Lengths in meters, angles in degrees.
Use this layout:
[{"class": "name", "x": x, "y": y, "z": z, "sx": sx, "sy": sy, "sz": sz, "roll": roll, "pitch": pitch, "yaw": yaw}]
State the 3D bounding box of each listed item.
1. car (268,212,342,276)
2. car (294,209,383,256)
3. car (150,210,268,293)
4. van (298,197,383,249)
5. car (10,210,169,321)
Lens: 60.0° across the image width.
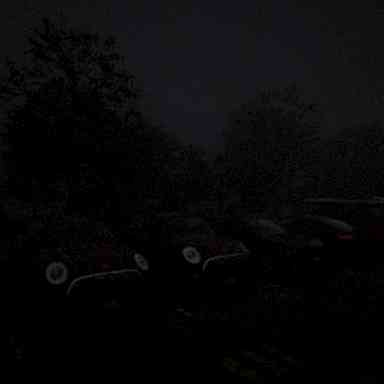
[{"class": "car", "x": 1.831, "y": 1.497, "z": 10.758, "sx": 2.097, "sy": 1.535, "sz": 5.008, "roll": 0, "pitch": 0, "yaw": -36}, {"class": "car", "x": 4.096, "y": 1.544, "z": 12.363, "sx": 2.002, "sy": 1.452, "sz": 4.674, "roll": 0, "pitch": 0, "yaw": -35}, {"class": "car", "x": -0.444, "y": 1.365, "z": 9.167, "sx": 2.185, "sy": 1.767, "sz": 4.553, "roll": 0, "pitch": 0, "yaw": -35}, {"class": "van", "x": 6.287, "y": 1.284, "z": 14.073, "sx": 1.878, "sy": 1.987, "sz": 4.442, "roll": 0, "pitch": 0, "yaw": -35}, {"class": "car", "x": -2.704, "y": 1.359, "z": 7.555, "sx": 2.185, "sy": 1.767, "sz": 4.553, "roll": 0, "pitch": 0, "yaw": -35}]
